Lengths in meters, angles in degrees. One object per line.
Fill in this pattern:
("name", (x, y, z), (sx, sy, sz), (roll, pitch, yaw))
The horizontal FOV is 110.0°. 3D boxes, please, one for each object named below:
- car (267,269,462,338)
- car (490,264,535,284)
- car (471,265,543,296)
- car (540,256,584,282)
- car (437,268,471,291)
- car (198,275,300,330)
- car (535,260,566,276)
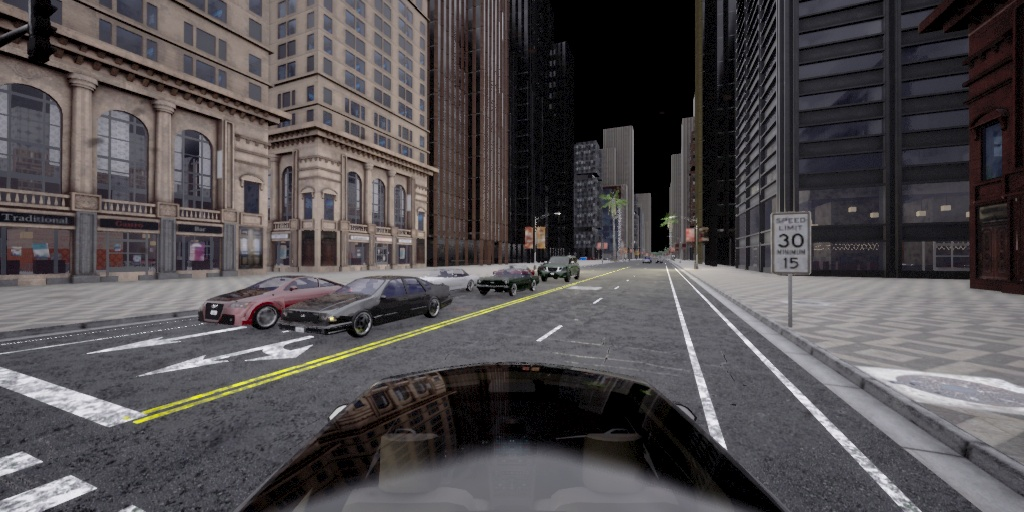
("car", (-3.834, 1.299, 10.669), (2.033, 1.411, 5.357), (0, 0, 23))
("car", (0.191, 1.364, 28.545), (1.895, 1.301, 4.718), (0, 0, 23))
("car", (-0.102, 1.358, 19.502), (1.895, 1.301, 4.718), (0, 0, 23))
("car", (4.065, 0.987, 29.354), (2.150, 2.045, 5.566), (0, 0, 23))
("car", (-3.687, 1.357, 19.370), (1.895, 1.301, 4.718), (0, 0, 23))
("car", (-7.092, 1.316, 11.297), (1.994, 1.385, 4.181), (0, 0, 23))
("car", (4.198, 1.251, 37.932), (1.882, 1.535, 5.008), (0, 0, 23))
